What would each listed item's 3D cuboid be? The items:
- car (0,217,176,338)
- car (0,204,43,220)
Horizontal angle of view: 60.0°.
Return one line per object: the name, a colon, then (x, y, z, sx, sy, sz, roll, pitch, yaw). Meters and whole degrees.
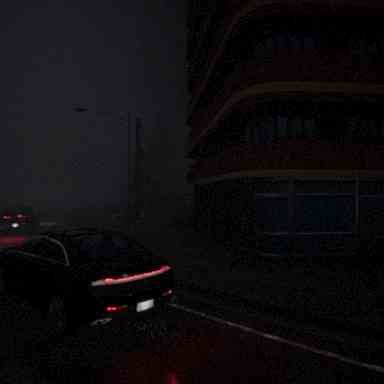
car: (-2.420, 1.492, 6.726, 4.902, 1.511, 2.128, 0, 0, 45)
car: (-10.111, 1.503, 19.706, 1.837, 1.490, 4.892, 0, 0, -20)
